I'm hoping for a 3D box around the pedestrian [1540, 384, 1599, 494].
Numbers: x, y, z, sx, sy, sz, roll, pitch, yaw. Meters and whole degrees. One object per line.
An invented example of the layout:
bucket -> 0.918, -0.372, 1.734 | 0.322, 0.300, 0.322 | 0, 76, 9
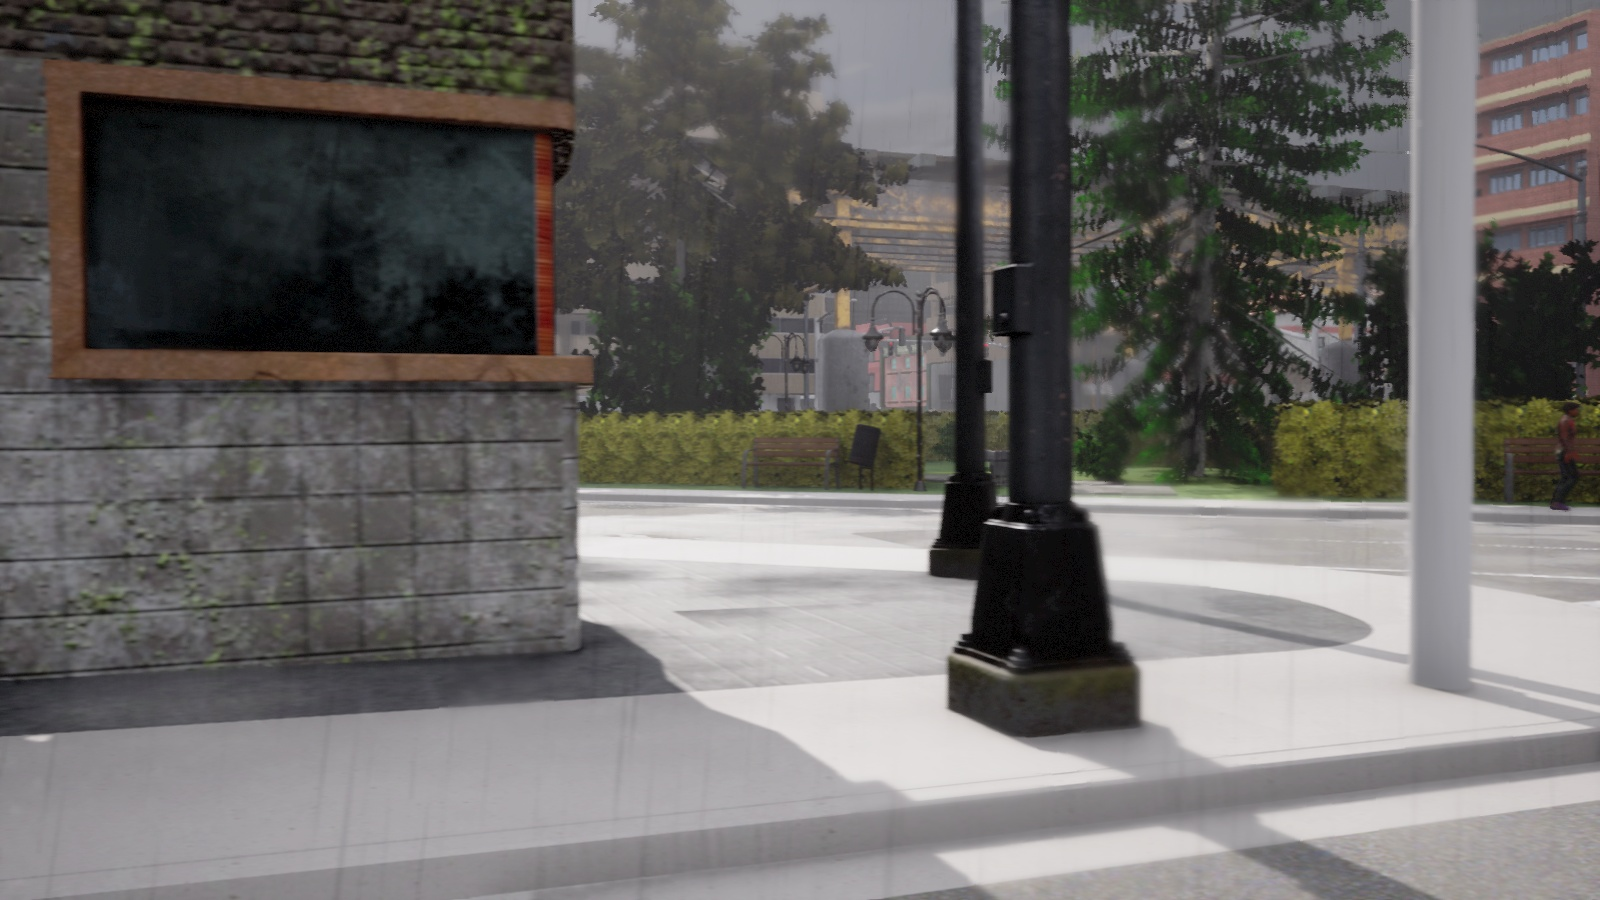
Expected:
pedestrian -> 12.808, -0.181, 20.838 | 0.869, 1.805, 0.328 | -1, 1, 27
